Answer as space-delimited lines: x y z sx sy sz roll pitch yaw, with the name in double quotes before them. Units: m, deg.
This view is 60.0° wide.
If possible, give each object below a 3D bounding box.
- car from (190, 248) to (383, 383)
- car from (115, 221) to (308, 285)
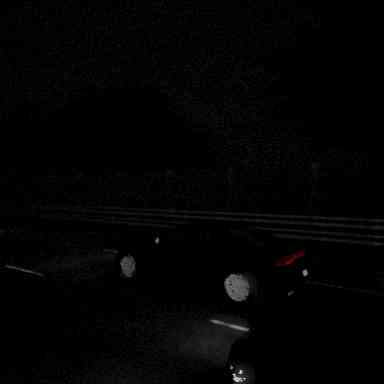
"car" 2.530 1.509 2.189 4.892 1.490 1.837 0 0 35
"car" 0.261 1.459 8.106 5.008 1.535 1.882 0 0 36
